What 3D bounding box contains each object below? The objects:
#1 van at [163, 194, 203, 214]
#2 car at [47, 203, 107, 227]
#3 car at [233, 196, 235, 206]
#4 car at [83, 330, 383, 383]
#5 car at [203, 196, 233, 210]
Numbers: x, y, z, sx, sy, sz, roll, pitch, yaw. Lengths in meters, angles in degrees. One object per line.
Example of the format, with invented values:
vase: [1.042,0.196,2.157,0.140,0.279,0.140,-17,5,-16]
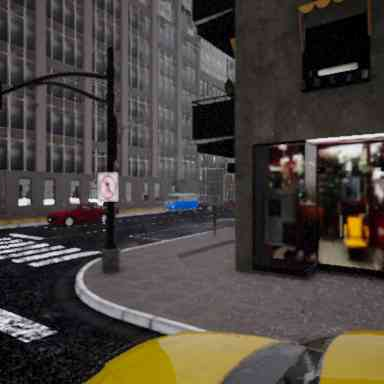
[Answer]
van: [-1.015,1.061,31.691,1.690,1.788,3.998,1,2,35]
car: [-7.514,1.440,22.435,1.887,1.381,4.507,1,2,35]
car: [5.484,1.089,40.955,1.887,1.381,4.507,1,2,35]
car: [1.200,1.526,2.008,4.829,1.417,1.752,-1,0,36]
car: [2.235,1.176,36.325,1.887,1.381,4.507,1,2,35]
